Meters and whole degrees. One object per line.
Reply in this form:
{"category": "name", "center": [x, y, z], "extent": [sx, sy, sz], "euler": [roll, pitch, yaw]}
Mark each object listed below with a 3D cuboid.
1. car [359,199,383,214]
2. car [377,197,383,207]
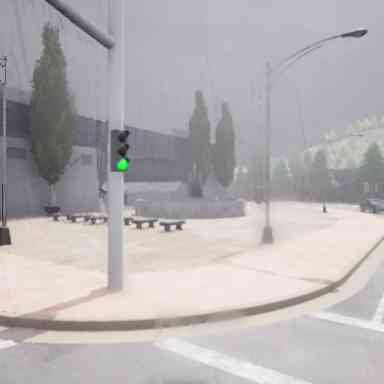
{"category": "car", "center": [19.505, 1.477, 35.397], "extent": [2.128, 1.511, 4.902], "euler": [0, 0, 6]}
{"category": "car", "center": [29.427, 1.513, 48.516], "extent": [1.812, 1.442, 4.674], "euler": [0, 0, -10]}
